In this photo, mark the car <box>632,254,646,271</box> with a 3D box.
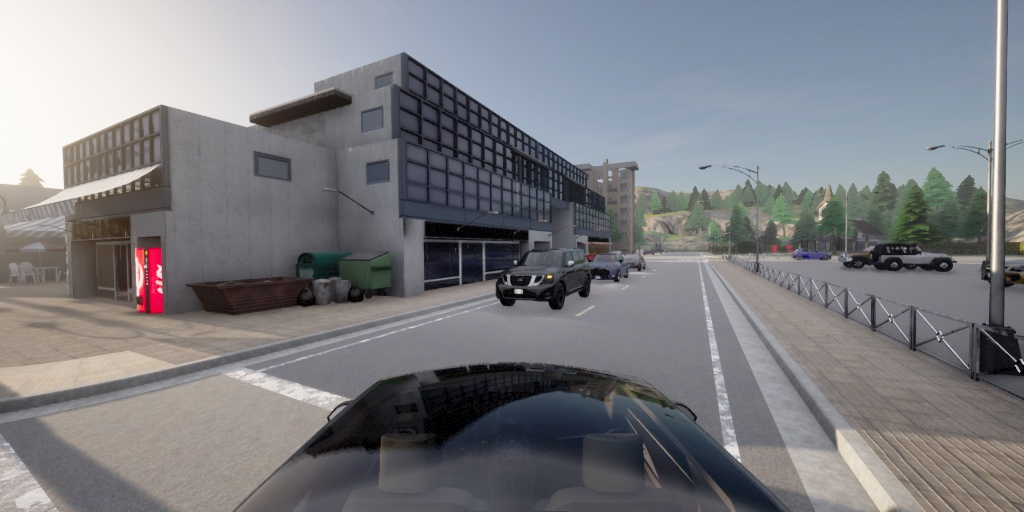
[{"bbox_3d":[10.657,0.520,31.728,1.812,1.442,4.674,0,1,27],"label":"car"}]

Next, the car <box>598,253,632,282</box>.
[{"bbox_3d":[5.971,0.601,22.632,2.097,1.767,4.553,0,1,27],"label":"car"}]

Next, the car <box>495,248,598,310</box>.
[{"bbox_3d":[1.471,0.715,13.885,2.150,2.045,5.566,0,1,27],"label":"car"}]
